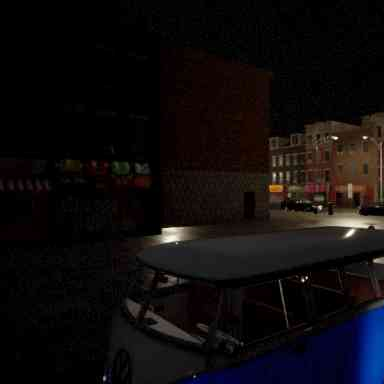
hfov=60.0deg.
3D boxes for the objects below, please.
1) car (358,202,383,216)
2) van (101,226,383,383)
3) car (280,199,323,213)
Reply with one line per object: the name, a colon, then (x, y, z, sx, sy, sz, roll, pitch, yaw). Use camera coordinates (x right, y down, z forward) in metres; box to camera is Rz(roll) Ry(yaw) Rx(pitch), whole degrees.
car: (17.119, 1.571, 29.572, 1.994, 1.385, 4.181, 0, 0, -35)
van: (1.070, 1.341, 3.584, 3.998, 1.788, 1.690, 0, 0, -36)
car: (12.000, 1.492, 36.759, 2.128, 1.511, 4.902, 0, 0, -35)
